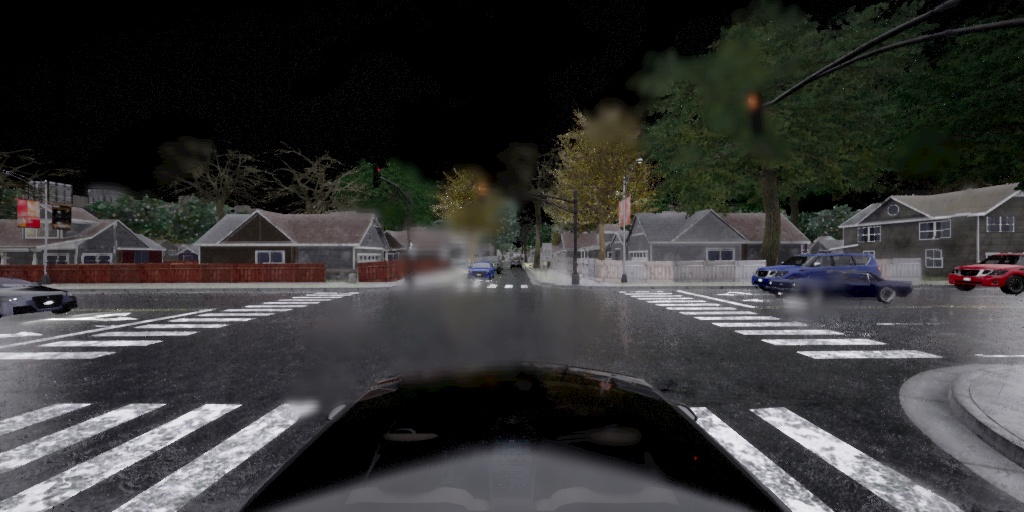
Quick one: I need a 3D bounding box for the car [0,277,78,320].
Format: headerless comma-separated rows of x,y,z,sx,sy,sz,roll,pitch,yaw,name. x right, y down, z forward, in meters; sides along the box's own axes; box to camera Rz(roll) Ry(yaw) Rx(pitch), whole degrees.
-17.596,1.410,12.128,4.181,1.385,1.994,0,0,1,car

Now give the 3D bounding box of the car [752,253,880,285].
15.476,0.868,18.312,5.566,2.045,2.150,0,0,1,car

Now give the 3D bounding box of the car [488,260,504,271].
-2.261,1.330,51.954,2.033,1.411,5.357,0,0,1,car

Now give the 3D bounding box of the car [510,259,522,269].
0.680,1.295,58.875,1.837,1.490,4.892,0,0,0,car

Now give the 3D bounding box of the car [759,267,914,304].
13.548,1.260,15.079,4.718,1.301,1.895,0,0,1,car

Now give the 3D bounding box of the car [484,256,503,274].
-2.394,0.993,41.637,2.150,2.045,5.566,0,0,1,car

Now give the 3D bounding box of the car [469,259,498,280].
-2.589,1.241,31.401,1.882,1.535,5.008,0,0,1,car

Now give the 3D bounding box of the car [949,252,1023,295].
25.842,0.811,18.132,5.566,2.045,2.150,0,0,1,car
